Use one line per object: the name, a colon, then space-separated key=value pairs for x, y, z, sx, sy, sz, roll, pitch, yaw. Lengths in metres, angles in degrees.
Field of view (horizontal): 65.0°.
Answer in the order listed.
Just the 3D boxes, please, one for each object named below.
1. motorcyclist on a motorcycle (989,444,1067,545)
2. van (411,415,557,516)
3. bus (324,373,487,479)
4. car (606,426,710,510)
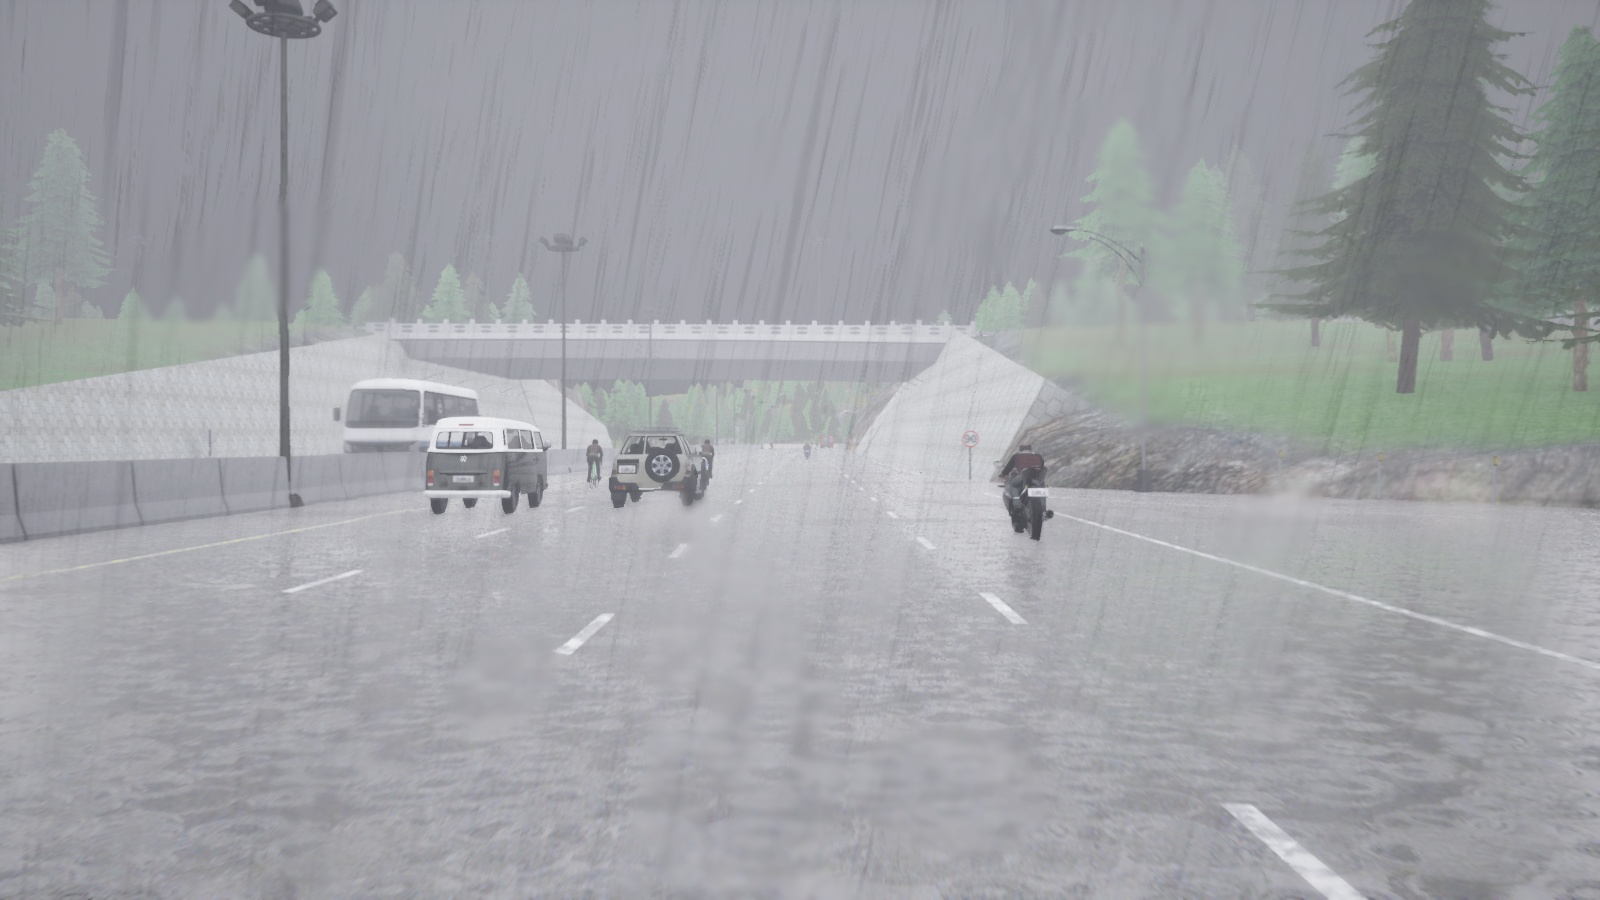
motorcyclist on a motorcycle: x=3.630 y=0.671 z=20.184 sx=0.866 sy=1.530 sz=2.191 roll=0 pitch=0 yaw=0
van: x=-6.827 y=0.307 z=27.656 sx=2.069 sy=2.038 sz=4.480 roll=0 pitch=0 yaw=0
bus: x=-17.167 y=-0.957 z=55.666 sx=3.944 sy=4.253 sz=10.273 roll=0 pitch=0 yaw=0
car: x=-3.313 y=0.391 z=30.102 sx=1.932 sy=1.855 sz=4.605 roll=0 pitch=0 yaw=0
